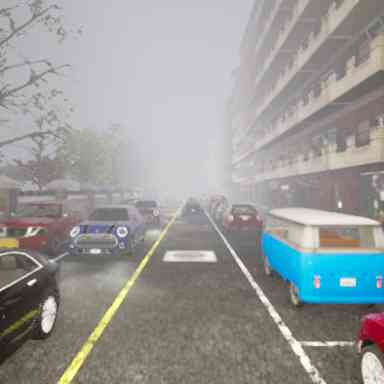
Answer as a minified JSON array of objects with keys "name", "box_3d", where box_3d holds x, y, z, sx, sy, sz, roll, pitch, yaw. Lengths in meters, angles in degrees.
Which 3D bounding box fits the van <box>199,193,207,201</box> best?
[{"name":"van","box_3d":[2.662,1.158,80.778,1.690,1.788,3.998,0,0,0]}]

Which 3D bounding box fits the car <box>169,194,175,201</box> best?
[{"name":"car","box_3d":[-5.719,1.341,80.606,1.752,1.417,4.829,0,0,0]}]

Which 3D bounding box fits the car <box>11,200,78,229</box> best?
[{"name":"car","box_3d":[-5.693,1.271,13.213,2.192,1.841,5.009,0,0,0]}]

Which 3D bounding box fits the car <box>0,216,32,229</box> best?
[{"name":"car","box_3d":[-5.690,1.500,7.414,1.752,1.417,4.829,0,0,0]}]

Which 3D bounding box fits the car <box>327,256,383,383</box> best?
[{"name":"car","box_3d":[2.692,1.538,1.956,1.887,1.381,4.507,0,0,0]}]

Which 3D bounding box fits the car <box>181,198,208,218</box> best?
[{"name":"car","box_3d":[0.090,1.475,29.493,1.994,1.385,4.181,0,0,0]}]

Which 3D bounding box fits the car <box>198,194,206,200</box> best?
[{"name":"car","box_3d":[2.657,1.353,92.040,2.008,1.369,4.403,0,0,0]}]

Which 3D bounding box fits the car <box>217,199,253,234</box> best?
[{"name":"car","box_3d":[2.686,1.380,18.847,1.967,1.590,4.097,0,0,0]}]

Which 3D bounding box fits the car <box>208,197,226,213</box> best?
[{"name":"car","box_3d":[2.681,1.454,30.107,1.887,1.381,4.507,0,0,0]}]

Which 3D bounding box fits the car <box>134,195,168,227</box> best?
[{"name":"car","box_3d":[-3.008,1.281,22.284,2.097,1.767,4.553,0,0,0]}]

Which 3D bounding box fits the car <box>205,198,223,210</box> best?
[{"name":"car","box_3d":[2.676,1.431,41.368,2.008,1.369,4.403,0,0,0]}]

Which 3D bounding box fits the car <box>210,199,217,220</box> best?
[{"name":"car","box_3d":[2.683,1.475,24.477,2.008,1.369,4.403,0,0,0]}]

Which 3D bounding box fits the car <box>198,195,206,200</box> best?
[{"name":"car","box_3d":[2.659,1.375,86.409,1.947,1.339,4.313,0,0,0]}]

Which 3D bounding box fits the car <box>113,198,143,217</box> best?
[{"name":"car","box_3d":[-5.699,1.349,30.105,1.967,1.590,4.097,0,0,0]}]

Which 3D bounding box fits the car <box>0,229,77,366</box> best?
[{"name":"car","box_3d":[-3.100,1.492,3.745,1.837,1.490,4.892,0,0,0]}]

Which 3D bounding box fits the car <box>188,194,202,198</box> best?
[{"name":"car","box_3d":[0.073,1.394,46.704,1.812,1.442,4.674,0,0,0]}]

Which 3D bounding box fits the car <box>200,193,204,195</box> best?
[{"name":"car","box_3d":[2.672,1.297,52.627,1.967,1.590,4.097,0,0,0]}]

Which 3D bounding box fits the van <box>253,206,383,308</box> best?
[{"name":"van","box_3d":[2.690,1.316,7.586,1.690,1.788,3.998,0,0,0]}]

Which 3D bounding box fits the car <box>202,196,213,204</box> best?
[{"name":"car","box_3d":[2.670,1.429,58.258,1.802,1.307,4.206,0,0,0]}]

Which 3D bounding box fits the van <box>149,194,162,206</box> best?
[{"name":"van","box_3d":[-5.708,1.197,52.623,1.690,1.788,3.998,0,0,0]}]

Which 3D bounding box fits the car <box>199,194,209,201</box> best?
[{"name":"car","box_3d":[2.663,1.264,75.147,1.967,1.590,4.097,0,0,0]}]

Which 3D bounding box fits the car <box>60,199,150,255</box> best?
[{"name":"car","box_3d":[-3.099,1.310,12.943,2.097,1.767,4.553,0,0,0]}]

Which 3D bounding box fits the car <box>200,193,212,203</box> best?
[{"name":"car","box_3d":[2.668,1.153,63.887,2.192,1.841,5.009,0,0,0]}]

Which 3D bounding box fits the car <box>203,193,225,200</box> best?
[{"name":"car","box_3d":[2.680,1.210,35.736,2.192,1.841,5.009,0,0,0]}]
